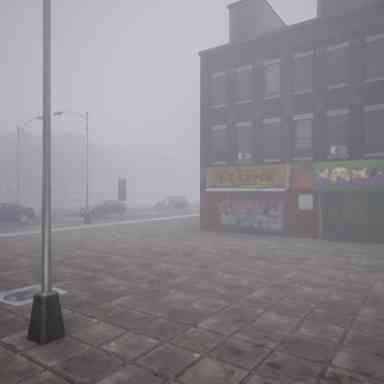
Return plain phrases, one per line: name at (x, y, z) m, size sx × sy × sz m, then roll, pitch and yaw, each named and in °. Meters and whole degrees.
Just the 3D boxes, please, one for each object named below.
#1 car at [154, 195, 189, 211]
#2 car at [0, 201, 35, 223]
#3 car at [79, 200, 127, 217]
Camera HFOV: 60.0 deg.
car at (-2.308, 1.226, 38.494) m, size 2.097 × 1.767 × 4.553 m, roll 0°, pitch 0°, yaw 35°
car at (-13.390, 1.423, 22.690) m, size 1.882 × 1.535 × 5.008 m, roll 0°, pitch 0°, yaw 35°
car at (-8.027, 1.436, 30.346) m, size 1.812 × 1.442 × 4.674 m, roll 0°, pitch 0°, yaw 35°
